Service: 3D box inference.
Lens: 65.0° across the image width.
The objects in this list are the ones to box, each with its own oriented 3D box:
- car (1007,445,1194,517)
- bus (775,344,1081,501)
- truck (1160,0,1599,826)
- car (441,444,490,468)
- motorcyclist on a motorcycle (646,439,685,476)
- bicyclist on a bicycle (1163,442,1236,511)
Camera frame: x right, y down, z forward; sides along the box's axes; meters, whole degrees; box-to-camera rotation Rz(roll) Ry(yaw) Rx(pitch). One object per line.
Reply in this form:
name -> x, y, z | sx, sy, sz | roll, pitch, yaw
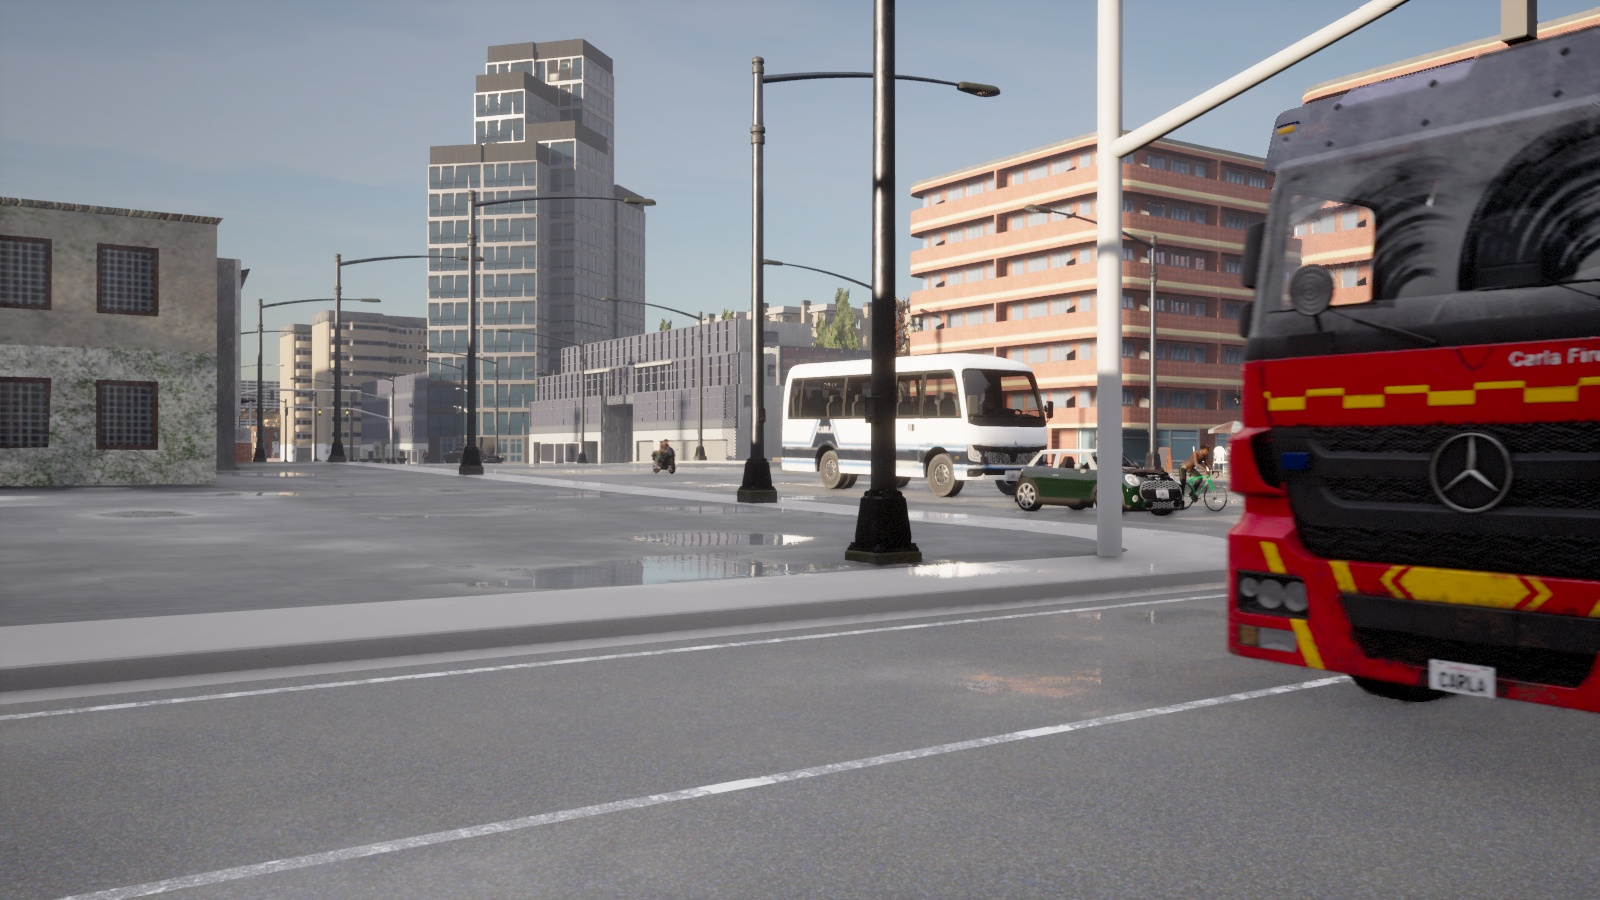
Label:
car -> 6.768, 0.646, 28.573 | 1.970, 1.475, 3.806 | 0, 1, -33
bus -> 3.641, -0.822, 39.568 | 3.944, 4.253, 10.273 | 0, 1, -34
truck -> 6.251, -0.413, 8.013 | 8.468, 3.827, 2.891 | 0, 0, -35
car -> -25.637, 0.464, 96.095 | 2.152, 1.651, 5.027 | 0, -2, -34
motorcyclist on a motorcycle -> -5.762, 0.294, 53.671 | 0.797, 1.523, 2.044 | 0, 1, -34
bicyclist on a bicycle -> 9.688, 0.629, 30.501 | 0.582, 1.620, 1.656 | 0, 1, -34
